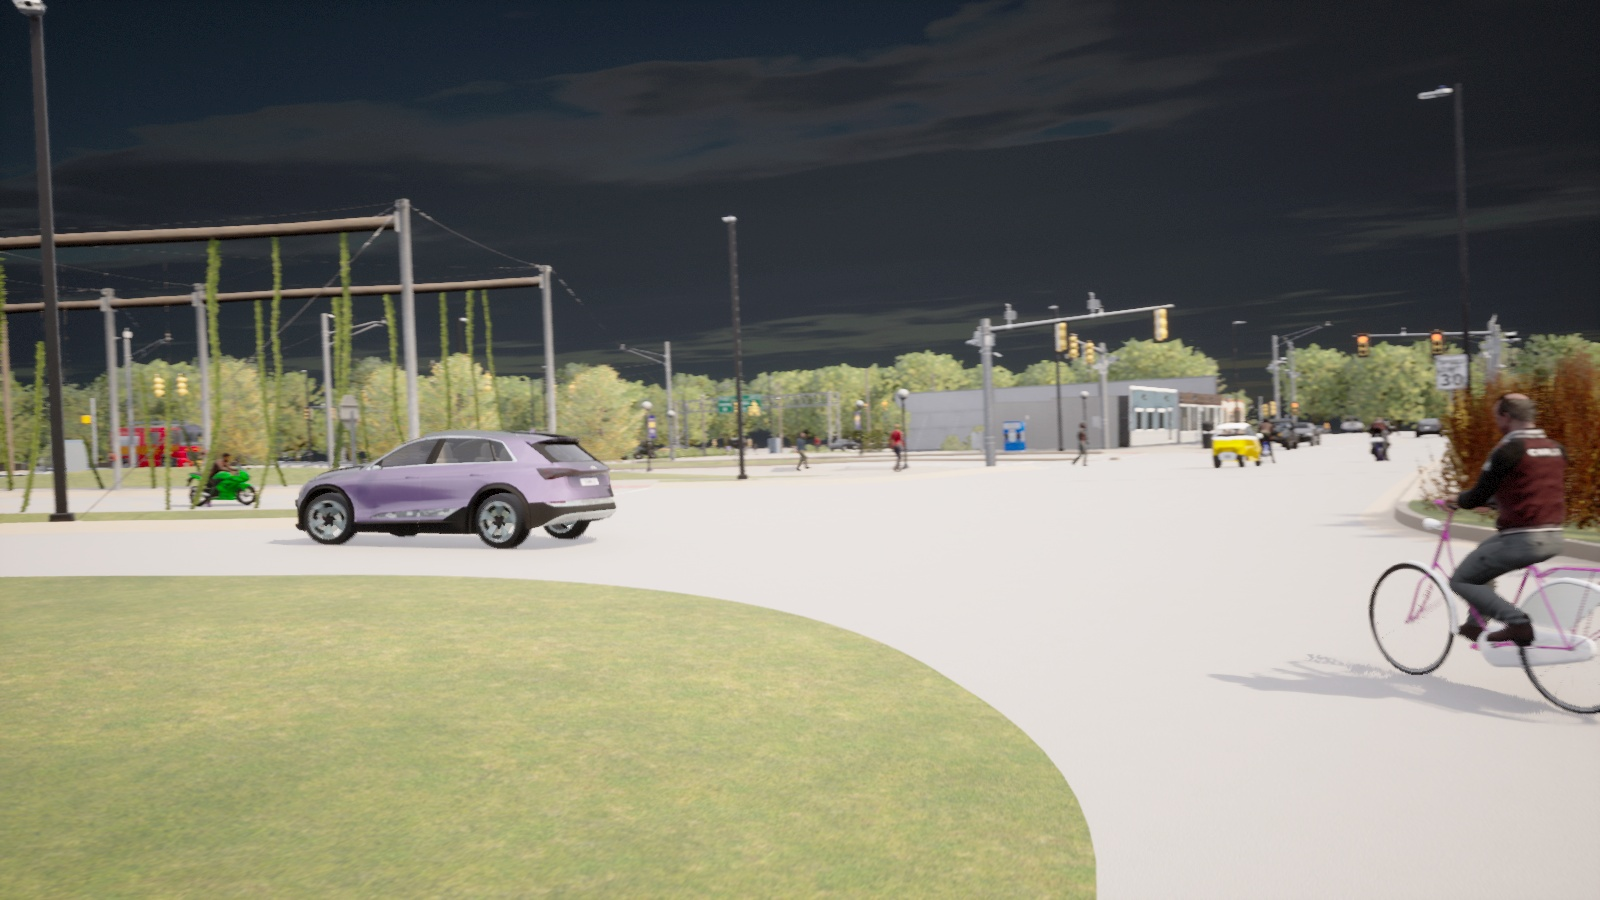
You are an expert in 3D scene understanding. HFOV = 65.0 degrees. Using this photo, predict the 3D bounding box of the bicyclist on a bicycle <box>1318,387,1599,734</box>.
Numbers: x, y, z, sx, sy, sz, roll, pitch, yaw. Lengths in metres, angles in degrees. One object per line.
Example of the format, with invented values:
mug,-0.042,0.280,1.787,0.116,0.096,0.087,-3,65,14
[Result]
bicyclist on a bicycle,3.978,0.542,7.389,0.659,1.776,1.843,-1,2,-19

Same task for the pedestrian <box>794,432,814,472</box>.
pedestrian,0.183,0.083,59.074,0.726,1.842,0.402,-2,1,30

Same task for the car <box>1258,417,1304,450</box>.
car,29.627,-1.047,77.340,1.905,1.878,3.866,-2,1,31

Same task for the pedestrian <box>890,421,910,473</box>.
pedestrian,3.671,-0.111,46.159,0.331,1.846,0.636,-2,1,38

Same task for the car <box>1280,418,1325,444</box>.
car,34.283,-1.324,85.537,2.152,1.651,5.027,-2,1,29

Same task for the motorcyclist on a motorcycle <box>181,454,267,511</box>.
motorcyclist on a motorcycle,-16.250,0.906,35.449,2.044,1.523,0.797,-1,1,3

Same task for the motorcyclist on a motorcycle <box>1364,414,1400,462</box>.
motorcyclist on a motorcycle,19.627,-0.396,42.336,0.866,1.530,2.191,-2,-1,30

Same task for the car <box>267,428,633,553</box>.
car,-5.093,0.558,18.333,4.856,1.649,2.033,-1,0,20

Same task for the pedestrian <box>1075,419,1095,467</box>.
pedestrian,11.533,-0.282,50.818,0.666,1.930,0.402,-2,1,18

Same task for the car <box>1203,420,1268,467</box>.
car,13.511,-0.199,38.899,1.481,1.376,2.207,-2,0,29
